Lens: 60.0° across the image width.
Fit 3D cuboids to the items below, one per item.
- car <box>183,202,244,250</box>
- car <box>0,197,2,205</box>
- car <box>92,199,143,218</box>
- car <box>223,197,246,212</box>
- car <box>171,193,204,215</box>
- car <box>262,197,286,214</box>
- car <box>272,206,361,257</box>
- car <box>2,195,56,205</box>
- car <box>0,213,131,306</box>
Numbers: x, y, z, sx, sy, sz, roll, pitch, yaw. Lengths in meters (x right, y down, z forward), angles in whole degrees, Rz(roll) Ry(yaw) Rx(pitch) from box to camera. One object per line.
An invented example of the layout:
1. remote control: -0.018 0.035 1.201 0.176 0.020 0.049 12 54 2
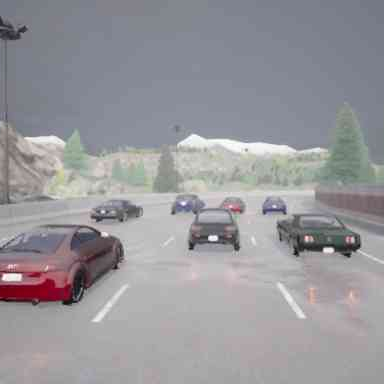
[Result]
1. car: 0.924 1.326 13.255 1.812 1.442 4.674 0 1 6
2. car: -18.029 1.074 29.433 2.033 1.411 5.357 0 1 11
3. car: -4.909 1.202 22.371 2.033 1.411 5.357 0 1 10
4. car: 3.606 1.130 29.136 1.994 1.385 4.181 0 1 13
5. car: -0.229 0.930 27.970 2.097 1.767 4.553 0 1 12
6. car: 7.215 1.135 29.197 1.994 1.385 4.181 0 1 13
7. car: 4.318 1.423 12.172 1.895 1.301 4.718 0 1 6
8. car: -14.297 1.028 30.032 1.837 1.490 4.892 0 1 12
9. car: -3.027 1.439 7.848 1.994 1.385 4.181 0 1 4
